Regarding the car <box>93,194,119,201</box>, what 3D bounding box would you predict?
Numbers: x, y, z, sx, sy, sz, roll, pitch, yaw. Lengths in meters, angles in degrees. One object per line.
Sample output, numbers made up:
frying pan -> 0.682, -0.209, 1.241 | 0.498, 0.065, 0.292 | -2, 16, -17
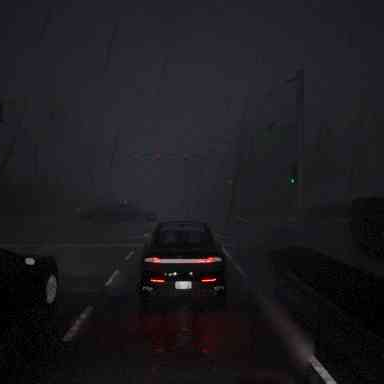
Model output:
car -> -11.435, 1.221, 43.420 | 2.150, 2.045, 5.566 | 0, 0, -2

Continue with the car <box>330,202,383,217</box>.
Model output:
car -> 15.467, 1.601, 30.676 | 4.718, 1.301, 1.895 | 0, 0, 0

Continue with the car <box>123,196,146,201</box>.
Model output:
car -> -7.977, 1.601, 46.483 | 1.895, 1.301, 4.718 | 0, 0, -1

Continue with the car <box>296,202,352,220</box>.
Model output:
car -> 11.395, 1.547, 27.211 | 5.357, 1.411, 2.033 | 0, 0, 0

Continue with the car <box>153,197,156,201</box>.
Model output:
car -> -8.234, 1.526, 65.072 | 1.812, 1.442, 4.674 | 0, 0, -1

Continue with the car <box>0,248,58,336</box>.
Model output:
car -> -3.612, 1.478, 4.854 | 1.882, 1.535, 5.008 | 0, 0, -2

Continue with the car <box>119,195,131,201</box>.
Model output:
car -> -11.587, 1.505, 53.248 | 1.837, 1.490, 4.892 | 0, 0, -1

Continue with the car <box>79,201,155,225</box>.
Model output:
car -> -5.162, 1.547, 23.642 | 5.357, 1.411, 2.033 | 0, 0, 0

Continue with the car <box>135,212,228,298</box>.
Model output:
car -> -0.245, 1.492, 8.518 | 2.128, 1.511, 4.902 | 0, 0, -2

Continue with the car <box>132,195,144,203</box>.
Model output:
car -> -11.840, 1.478, 73.229 | 1.882, 1.535, 5.008 | 0, 0, -1

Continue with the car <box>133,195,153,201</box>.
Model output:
car -> -8.115, 1.564, 55.250 | 1.994, 1.385, 4.181 | 0, 0, -1
